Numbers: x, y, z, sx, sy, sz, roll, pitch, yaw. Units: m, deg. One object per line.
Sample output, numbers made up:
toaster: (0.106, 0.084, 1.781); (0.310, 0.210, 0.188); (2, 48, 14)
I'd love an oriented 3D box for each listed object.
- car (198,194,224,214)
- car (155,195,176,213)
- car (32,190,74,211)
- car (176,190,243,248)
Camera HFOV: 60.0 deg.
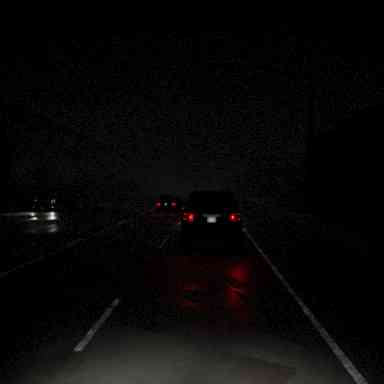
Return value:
car: (1.603, 0.940, 28.706); (2.033, 1.411, 5.357); (0, 1, 3)
car: (-1.916, 0.948, 28.496); (2.033, 1.411, 5.357); (0, 1, 3)
car: (-12.444, 0.762, 30.100); (2.097, 1.767, 4.553); (0, 1, 3)
car: (0.786, 0.935, 13.485); (2.150, 2.045, 5.566); (0, 1, 3)
